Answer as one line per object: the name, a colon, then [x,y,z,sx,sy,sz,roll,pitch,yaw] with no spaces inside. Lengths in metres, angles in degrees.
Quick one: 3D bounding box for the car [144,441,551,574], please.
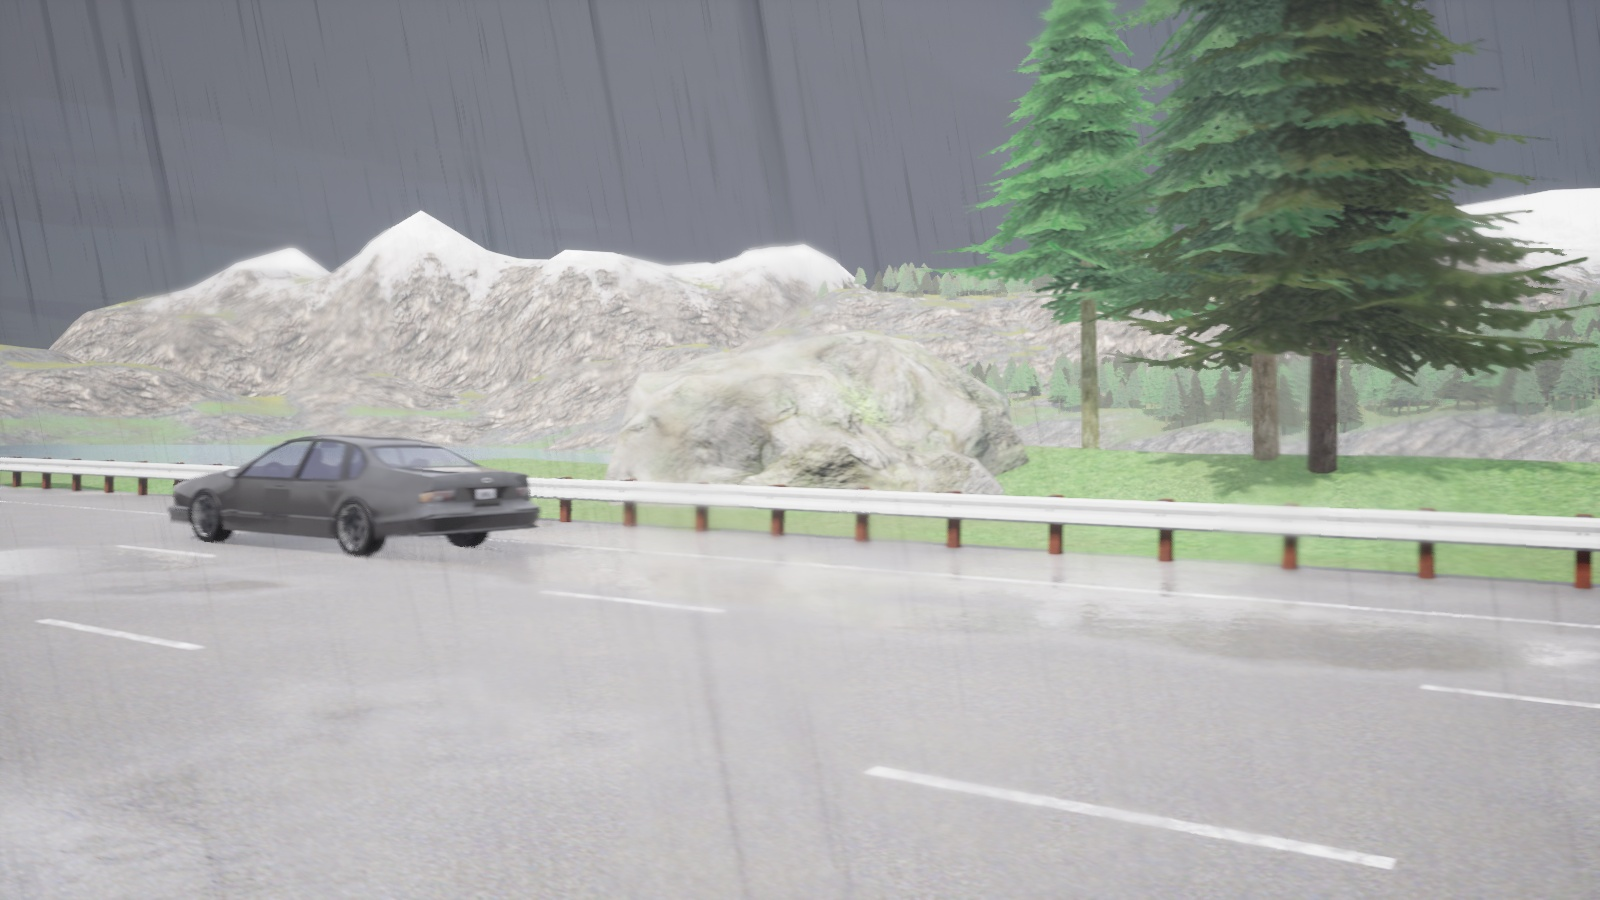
car: [-5.827,0.614,15.899,5.357,1.411,2.033,0,1,34]
